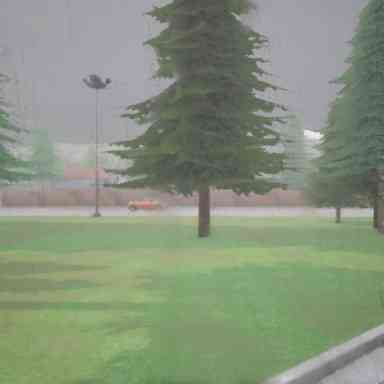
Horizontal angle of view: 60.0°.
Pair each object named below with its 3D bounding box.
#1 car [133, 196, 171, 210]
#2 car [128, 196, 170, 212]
[{"bbox_3d":[-5.129,1.433,43.064,4.553,1.767,2.097,0,0,2],"label":"car"},{"bbox_3d":[-5.261,1.429,39.566,4.553,1.767,2.097,0,0,2],"label":"car"}]
